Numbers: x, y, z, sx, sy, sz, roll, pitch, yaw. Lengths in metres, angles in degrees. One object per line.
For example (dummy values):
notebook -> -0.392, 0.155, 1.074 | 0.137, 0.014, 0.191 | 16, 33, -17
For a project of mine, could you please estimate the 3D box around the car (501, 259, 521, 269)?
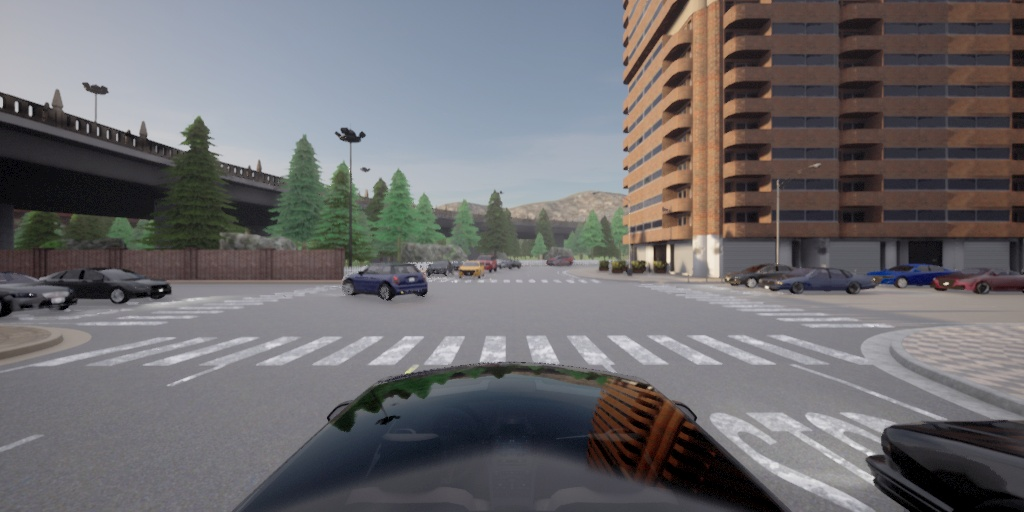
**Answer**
car -> -0.267, 1.166, 52.492 | 2.128, 1.511, 4.902 | 0, 0, 26

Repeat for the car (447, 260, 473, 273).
car -> -6.291, 1.251, 44.120 | 1.994, 1.385, 4.181 | 0, 0, 9

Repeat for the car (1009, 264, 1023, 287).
car -> 36.070, 1.264, 23.196 | 4.902, 1.511, 2.128 | 0, 0, 0

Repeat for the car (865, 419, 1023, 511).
car -> 3.591, 1.300, 0.176 | 2.033, 1.411, 5.357 | 0, 0, 0

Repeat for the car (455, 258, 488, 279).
car -> -3.606, 1.182, 32.572 | 1.882, 1.535, 5.008 | 0, 0, 1

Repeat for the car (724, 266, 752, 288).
car -> 16.405, 1.278, 23.218 | 4.892, 1.490, 1.837 | 0, 0, 0

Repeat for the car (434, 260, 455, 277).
car -> -6.935, 1.205, 35.224 | 1.837, 1.490, 4.892 | 0, 0, 2

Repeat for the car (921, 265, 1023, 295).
car -> 25.884, 1.343, 19.714 | 4.181, 1.385, 1.994 | 0, 0, 1

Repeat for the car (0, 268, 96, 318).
car -> -18.288, 1.281, 12.508 | 4.902, 1.511, 2.128 | 0, 0, 0

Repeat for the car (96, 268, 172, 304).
car -> -18.145, 1.289, 16.027 | 4.892, 1.490, 1.837 | 0, 0, -1

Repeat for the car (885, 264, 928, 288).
car -> 25.887, 1.251, 23.216 | 5.008, 1.535, 1.882 | 0, 0, 0

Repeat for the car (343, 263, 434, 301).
car -> -6.280, 1.105, 17.571 | 4.553, 1.767, 2.097 | 0, 1, 37

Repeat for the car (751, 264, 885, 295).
car -> 16.655, 1.326, 19.698 | 5.357, 1.411, 2.033 | 0, 0, 0

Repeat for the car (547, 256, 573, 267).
car -> 8.348, 1.221, 63.636 | 4.181, 1.385, 1.994 | 0, 0, -39

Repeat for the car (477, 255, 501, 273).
car -> -3.136, 0.911, 42.495 | 2.150, 2.045, 5.566 | 0, 0, 7
